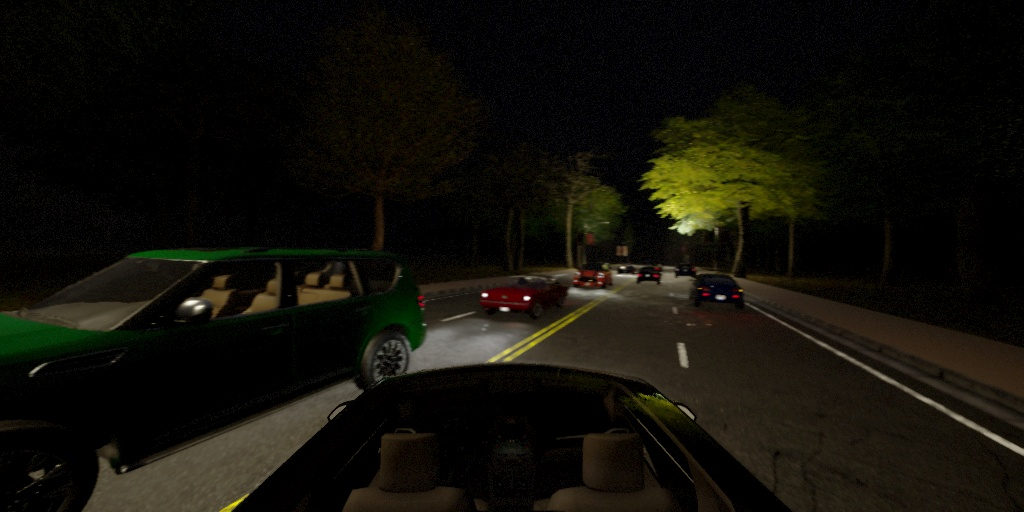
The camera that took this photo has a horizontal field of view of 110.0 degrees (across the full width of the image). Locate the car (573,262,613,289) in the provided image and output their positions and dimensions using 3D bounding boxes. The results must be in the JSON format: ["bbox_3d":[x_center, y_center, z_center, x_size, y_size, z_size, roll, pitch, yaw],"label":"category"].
[{"bbox_3d":[5.764,1.269,25.213,2.097,1.767,4.553,1,0,23],"label":"car"}]

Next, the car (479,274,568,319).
[{"bbox_3d":[0.626,1.375,13.236,1.895,1.301,4.718,1,0,23],"label":"car"}]

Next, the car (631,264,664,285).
[{"bbox_3d":[11.733,1.617,30.683,2.033,1.411,5.357,1,0,23],"label":"car"}]

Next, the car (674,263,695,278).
[{"bbox_3d":[19.754,1.633,41.040,2.097,1.767,4.553,1,0,23],"label":"car"}]

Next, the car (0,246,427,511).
[{"bbox_3d":[-3.279,0.891,4.094,2.150,2.045,5.566,1,0,23],"label":"car"}]

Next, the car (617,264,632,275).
[{"bbox_3d":[14.839,1.753,46.367,1.994,1.385,4.181,1,0,23],"label":"car"}]

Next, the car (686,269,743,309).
[{"bbox_3d":[9.345,1.523,16.599,1.812,1.442,4.674,1,0,23],"label":"car"}]
